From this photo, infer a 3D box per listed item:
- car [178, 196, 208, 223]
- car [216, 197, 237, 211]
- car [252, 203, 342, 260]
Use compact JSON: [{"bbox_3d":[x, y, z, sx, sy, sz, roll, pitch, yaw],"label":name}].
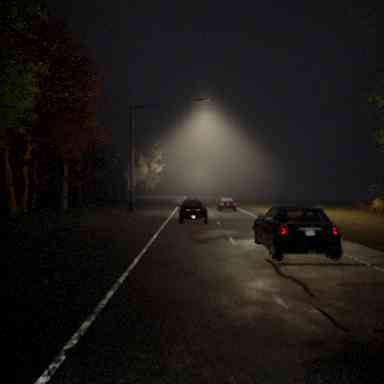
[{"bbox_3d":[0.094,1.296,23.605,1.837,1.490,4.892,0,1,0],"label":"car"},{"bbox_3d":[3.592,1.226,35.450,2.033,1.411,5.357,0,1,0],"label":"car"},{"bbox_3d":[3.576,1.243,12.165,2.097,1.767,4.553,0,0,0],"label":"car"}]
